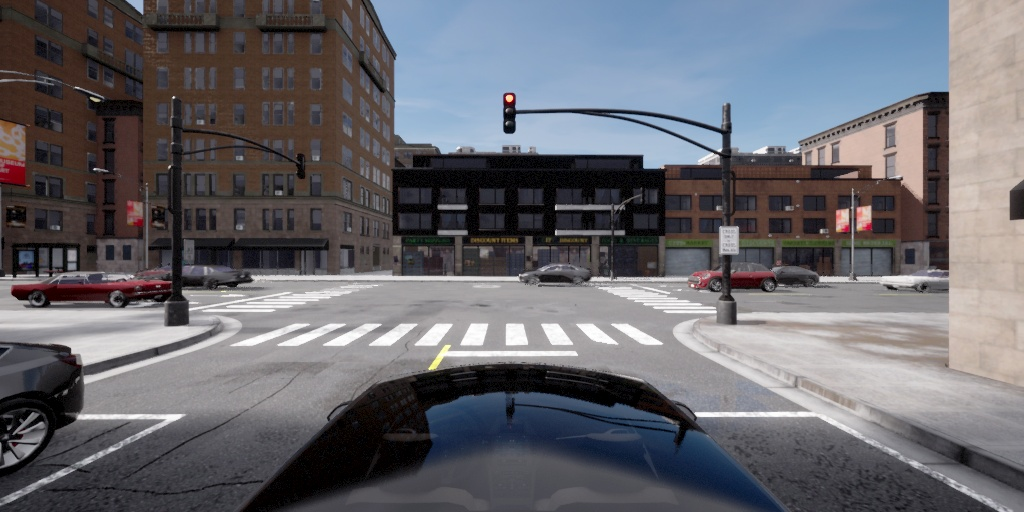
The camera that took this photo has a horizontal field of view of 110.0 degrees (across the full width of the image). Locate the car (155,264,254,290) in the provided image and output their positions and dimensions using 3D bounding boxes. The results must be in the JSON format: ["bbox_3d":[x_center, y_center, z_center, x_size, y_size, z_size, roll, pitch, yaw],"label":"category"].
[{"bbox_3d":[-18.176,1.218,20.836,5.357,1.411,2.033,0,0,-1],"label":"car"}]

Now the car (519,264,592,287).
[{"bbox_3d":[2.924,1.267,24.368,4.902,1.511,2.128,0,0,-1],"label":"car"}]

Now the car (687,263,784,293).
[{"bbox_3d":[12.932,1.176,21.245,4.553,1.767,2.097,0,0,-1],"label":"car"}]

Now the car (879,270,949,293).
[{"bbox_3d":[25.063,1.489,21.408,4.718,1.301,1.895,0,0,-1],"label":"car"}]

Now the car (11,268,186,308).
[{"bbox_3d":[-16.203,1.281,14.161,4.718,1.301,1.895,0,0,-1],"label":"car"}]

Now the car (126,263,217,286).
[{"bbox_3d":[-22.682,1.214,24.030,4.181,1.385,1.994,0,0,-1],"label":"car"}]

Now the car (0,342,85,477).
[{"bbox_3d":[-5.388,1.316,2.005,1.948,1.339,4.313,0,0,0],"label":"car"}]

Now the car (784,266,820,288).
[{"bbox_3d":[18.377,1.378,24.569,4.674,1.442,1.812,0,0,-1],"label":"car"}]
